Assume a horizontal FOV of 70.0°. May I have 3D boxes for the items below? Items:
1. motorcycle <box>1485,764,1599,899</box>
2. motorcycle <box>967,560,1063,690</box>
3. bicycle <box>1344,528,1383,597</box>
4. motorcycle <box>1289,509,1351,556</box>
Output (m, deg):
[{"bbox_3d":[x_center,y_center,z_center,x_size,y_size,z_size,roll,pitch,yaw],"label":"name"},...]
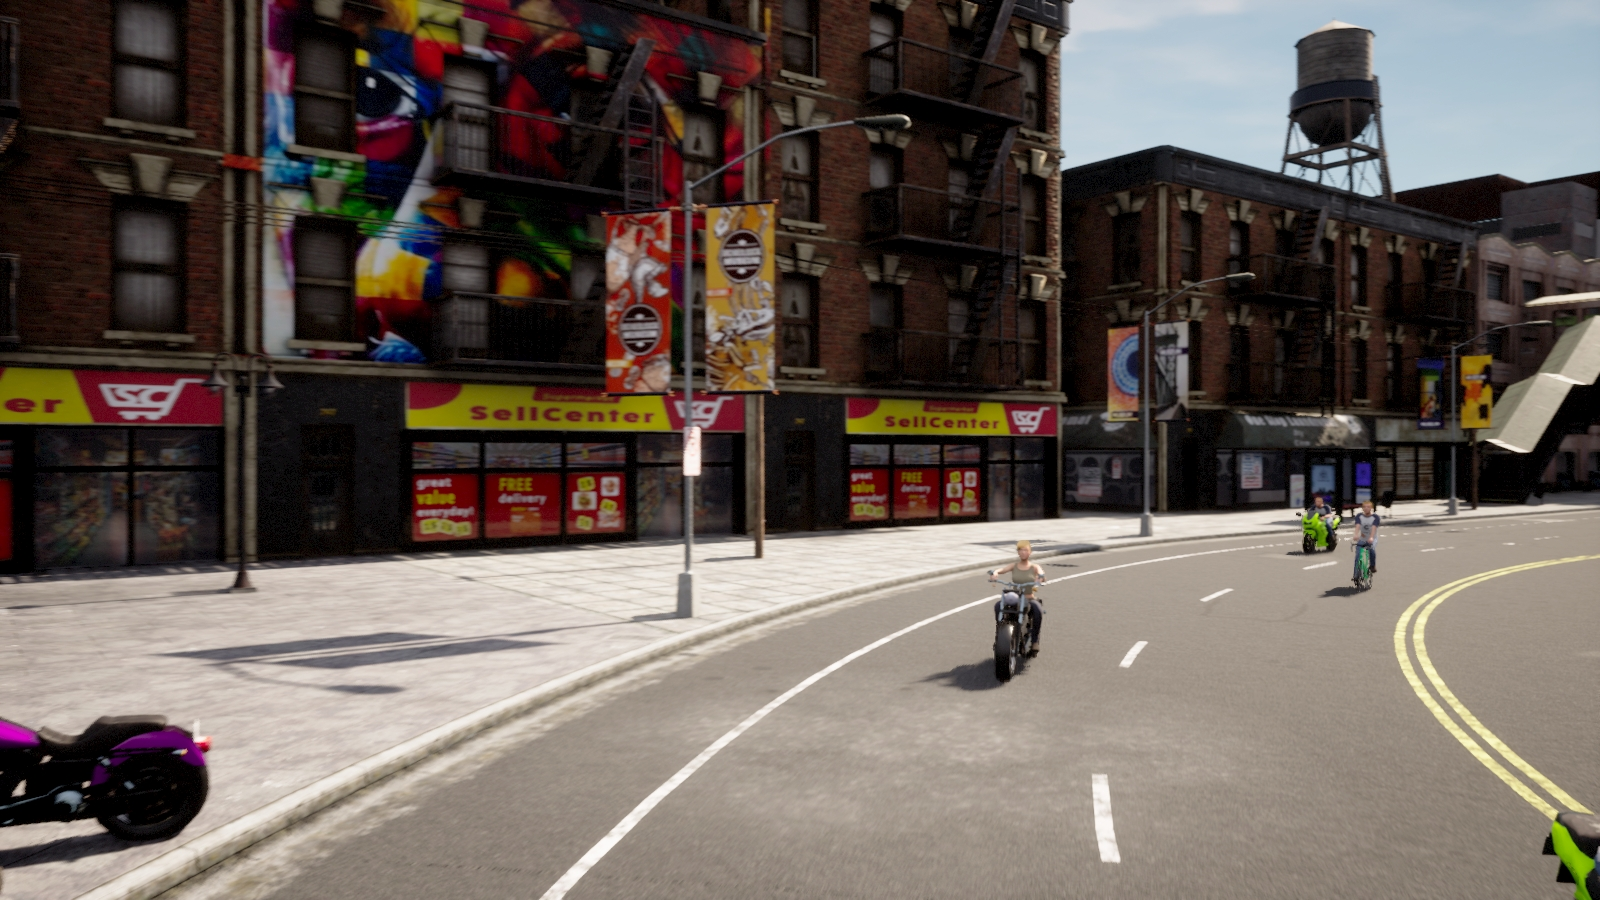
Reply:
[{"bbox_3d":[3.813,2.217,4.897,0.803,1.145,2.033,0,0,9],"label":"motorcycle"},{"bbox_3d":[2.789,2.173,14.635,0.764,1.277,2.356,1,1,21],"label":"motorcycle"},{"bbox_3d":[11.200,2.218,22.695,0.373,1.196,1.643,2,1,36],"label":"bicycle"},{"bbox_3d":[14.240,2.228,31.269,2.033,1.145,0.803,0,0,-42],"label":"motorcycle"}]
